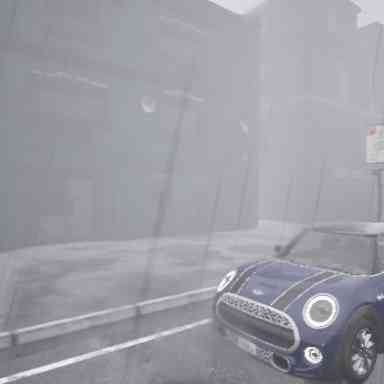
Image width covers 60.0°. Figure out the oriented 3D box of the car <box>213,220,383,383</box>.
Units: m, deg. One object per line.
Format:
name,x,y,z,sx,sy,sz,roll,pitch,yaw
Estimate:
car,2.518,1.329,5.484,4.553,1.767,2.097,0,0,-36
